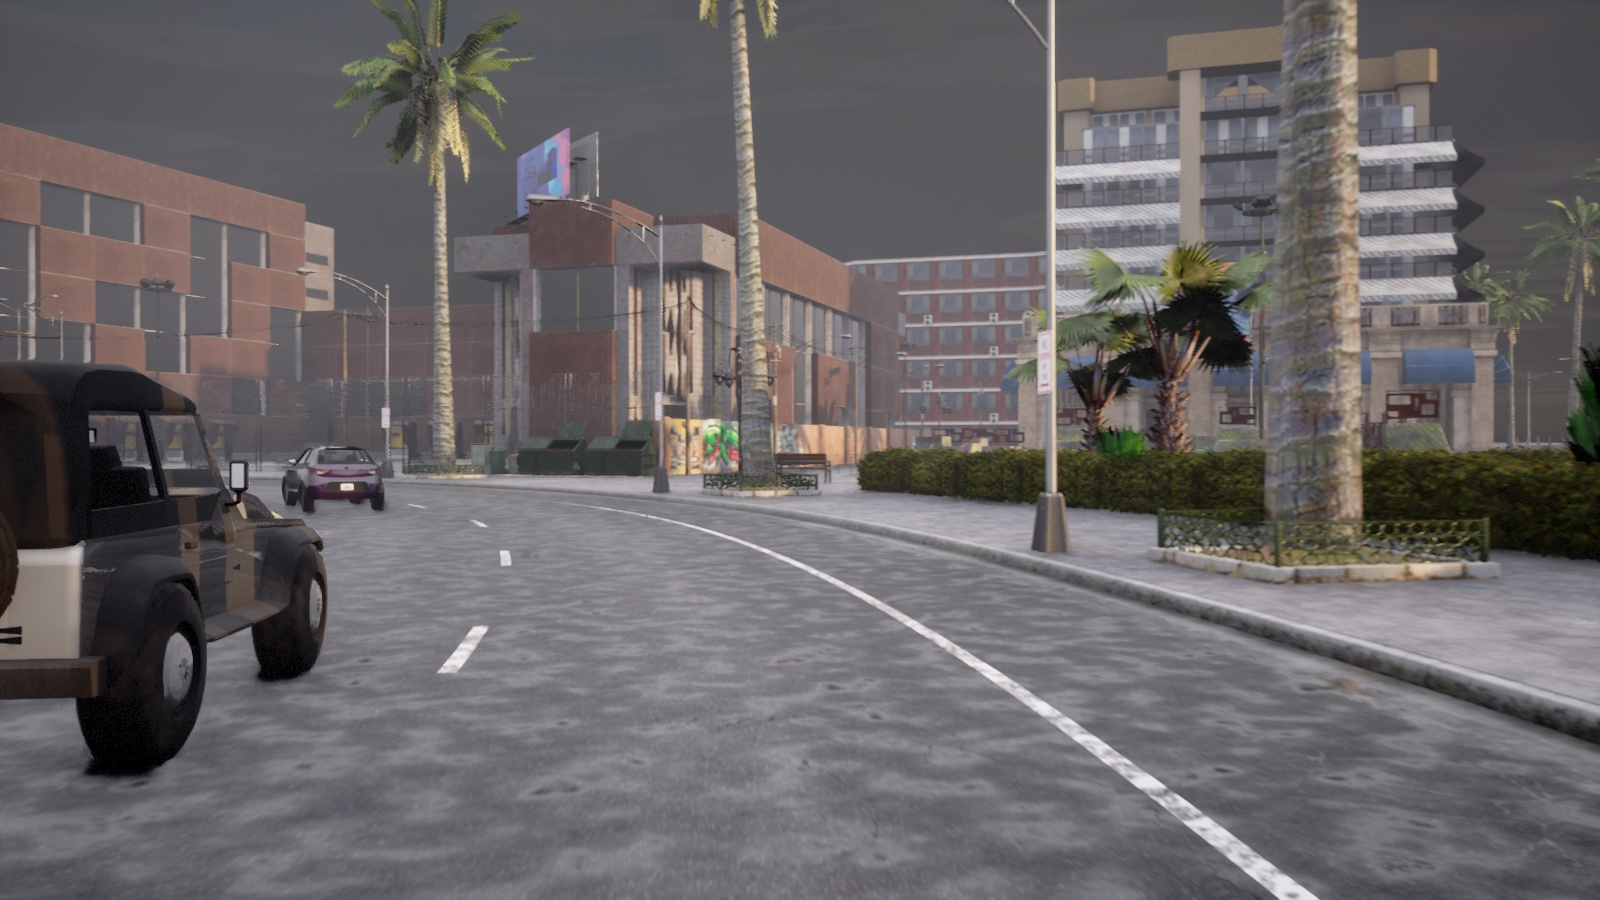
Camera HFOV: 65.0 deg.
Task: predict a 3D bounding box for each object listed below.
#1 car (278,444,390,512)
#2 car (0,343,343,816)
[{"bbox_3d":[-11.015,0.593,29.517,1.816,1.474,4.193,0,0,-29],"label":"car"},{"bbox_3d":[-3.967,0.504,6.841,1.905,1.878,3.866,0,0,-6],"label":"car"}]
